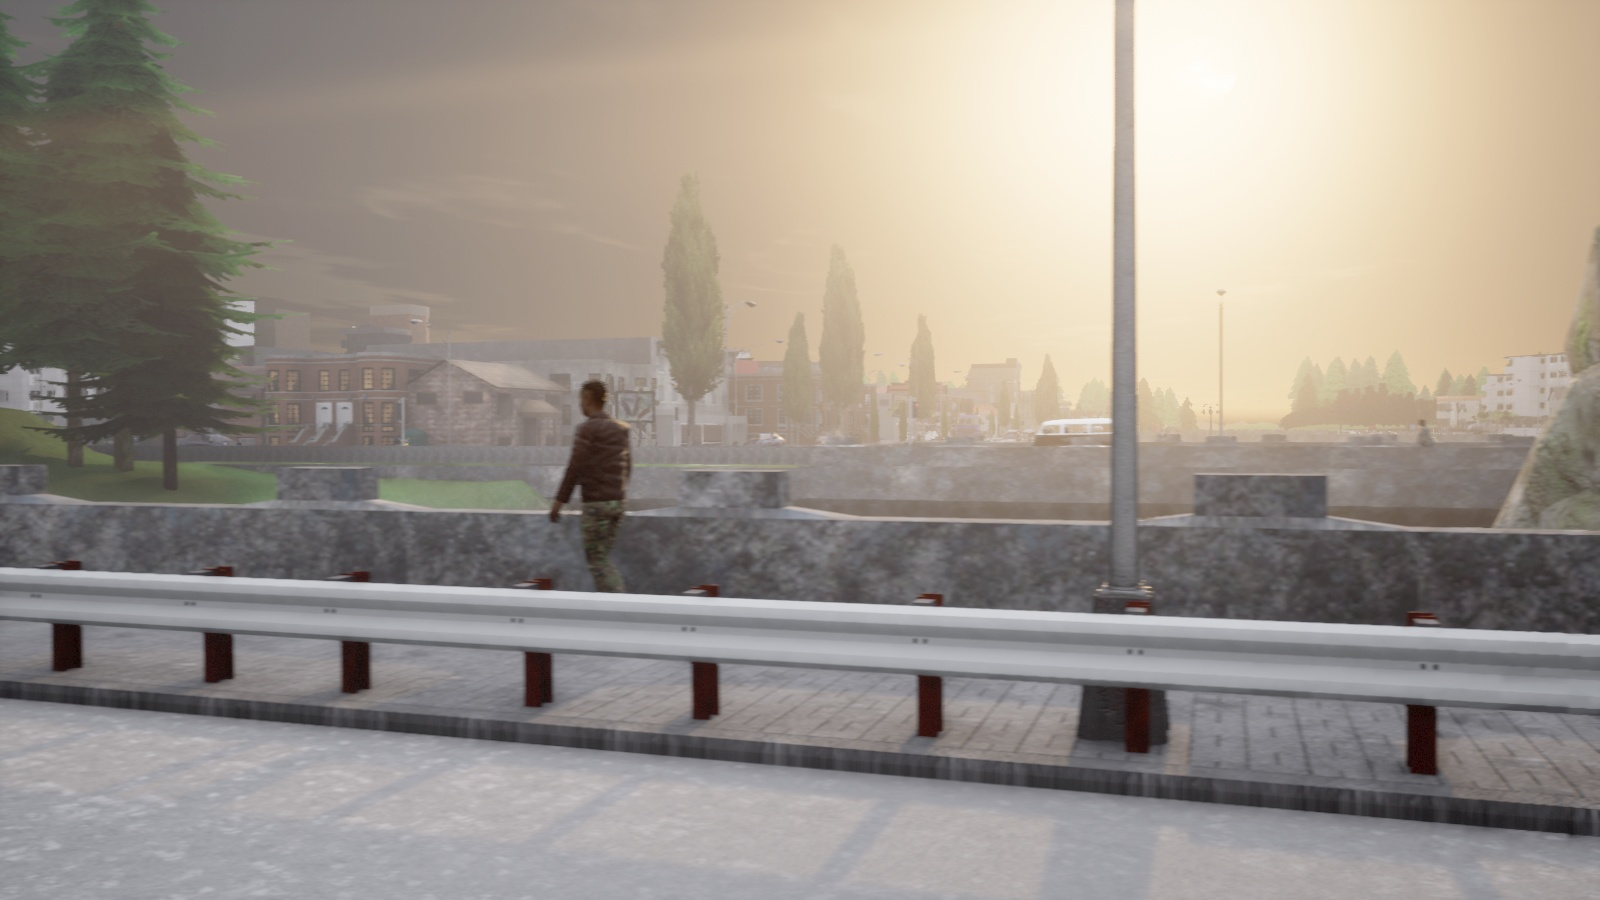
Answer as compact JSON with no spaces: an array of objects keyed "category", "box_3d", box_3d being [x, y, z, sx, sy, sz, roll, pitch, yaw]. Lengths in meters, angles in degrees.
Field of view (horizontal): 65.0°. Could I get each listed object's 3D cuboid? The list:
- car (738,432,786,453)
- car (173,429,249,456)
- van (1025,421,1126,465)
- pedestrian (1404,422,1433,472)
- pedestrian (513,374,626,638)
[{"category":"car","box_3d":[-2.616,-0.555,87.153,1.812,1.442,4.674,1,1,19]},{"category":"car","box_3d":[-33.536,-0.433,71.498,3.633,1.501,1.845,0,1,19]},{"category":"van","box_3d":[13.167,-0.363,59.960,4.480,2.038,2.069,0,1,19]},{"category":"pedestrian","box_3d":[23.092,-0.127,46.886,0.900,1.855,0.874,1,1,22]},{"category":"pedestrian","box_3d":[-1.673,0.384,9.119,0.703,1.840,0.431,1,1,32]}]
